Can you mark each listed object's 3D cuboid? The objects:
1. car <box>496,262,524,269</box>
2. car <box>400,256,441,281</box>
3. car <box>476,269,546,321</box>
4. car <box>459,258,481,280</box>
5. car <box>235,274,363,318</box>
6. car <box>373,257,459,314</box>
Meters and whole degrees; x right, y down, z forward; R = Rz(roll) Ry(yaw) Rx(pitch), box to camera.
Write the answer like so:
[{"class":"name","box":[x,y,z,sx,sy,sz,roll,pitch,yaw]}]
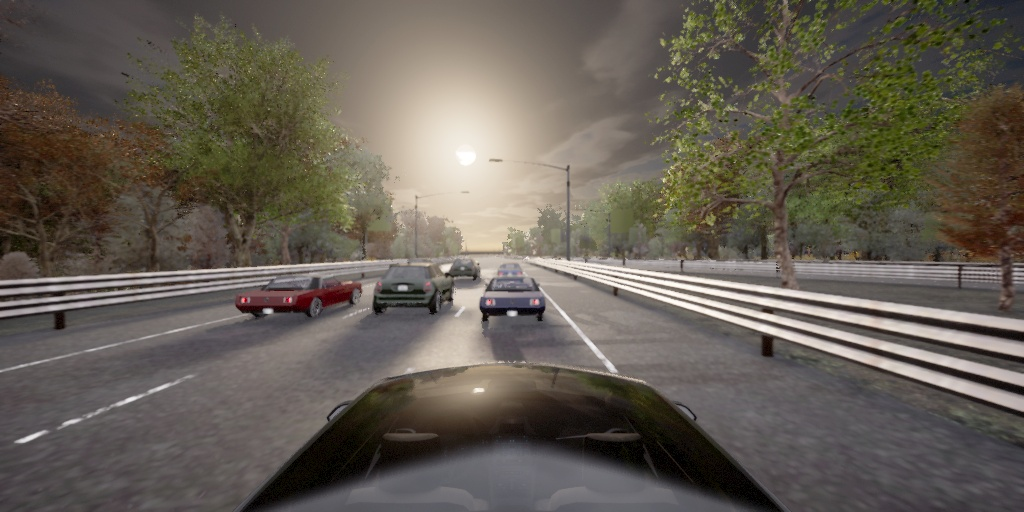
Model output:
[{"class":"car","box":[-0.143,1.147,25.309,2.033,1.411,5.357,0,0,0]},{"class":"car","box":[-7.177,0.934,28.611,2.097,1.767,4.553,0,0,-1]},{"class":"car","box":[0.021,1.282,12.058,1.895,1.301,4.718,0,0,0]},{"class":"car","box":[-3.677,0.933,28.675,2.097,1.767,4.553,0,0,-1]},{"class":"car","box":[-6.980,1.281,12.499,1.895,1.301,4.718,0,0,0]},{"class":"car","box":[-3.486,1.024,13.556,2.097,1.767,4.553,0,0,0]}]
